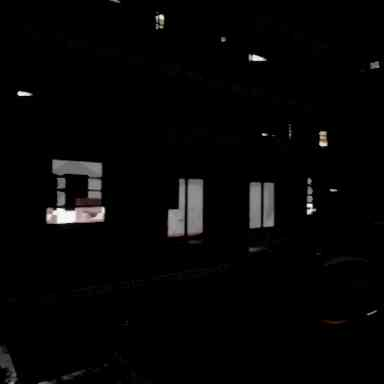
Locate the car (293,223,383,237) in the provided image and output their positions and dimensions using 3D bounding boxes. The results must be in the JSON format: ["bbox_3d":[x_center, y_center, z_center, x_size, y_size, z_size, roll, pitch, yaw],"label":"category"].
[{"bbox_3d":[4.014,1.584,9.396,4.313,1.339,1.947,0,1,-35],"label":"car"}]

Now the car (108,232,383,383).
[{"bbox_3d":[1.299,1.533,4.290,4.674,1.442,1.812,0,0,-35],"label":"car"}]
